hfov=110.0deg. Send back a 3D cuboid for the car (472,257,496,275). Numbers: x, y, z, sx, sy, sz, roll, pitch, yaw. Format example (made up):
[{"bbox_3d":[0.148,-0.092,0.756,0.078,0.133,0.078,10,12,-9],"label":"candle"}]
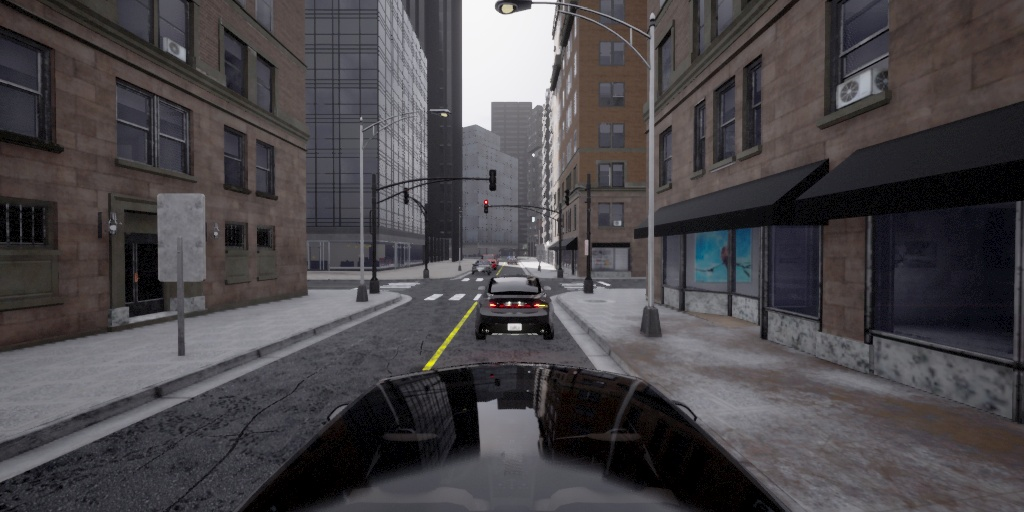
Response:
[{"bbox_3d":[-3.133,1.163,37.976,2.128,1.511,4.902,0,0,0],"label":"car"}]

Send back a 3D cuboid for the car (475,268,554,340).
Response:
[{"bbox_3d":[0.070,1.252,9.987,1.837,1.490,4.892,0,0,0],"label":"car"}]

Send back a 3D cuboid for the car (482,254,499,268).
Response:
[{"bbox_3d":[-3.150,0.809,48.281,2.150,2.045,5.566,0,1,0],"label":"car"}]
